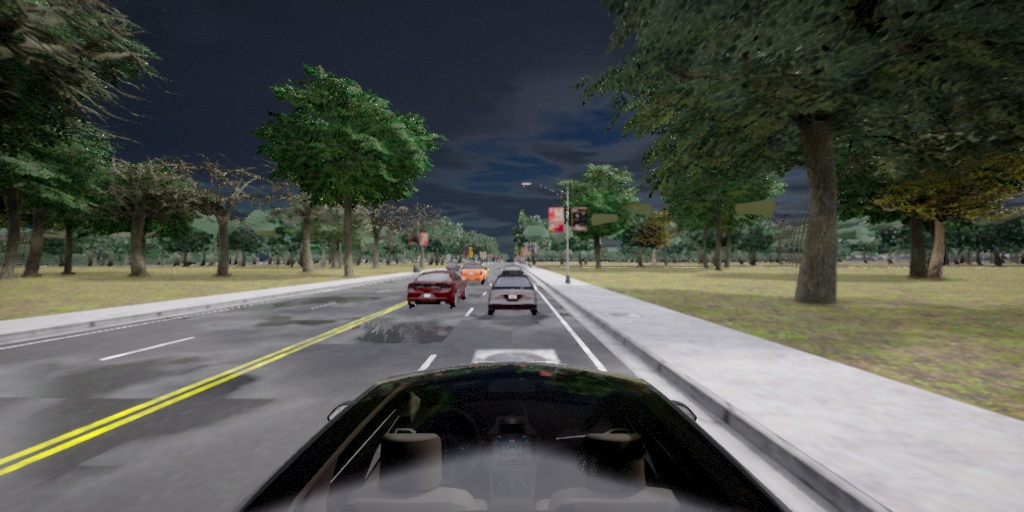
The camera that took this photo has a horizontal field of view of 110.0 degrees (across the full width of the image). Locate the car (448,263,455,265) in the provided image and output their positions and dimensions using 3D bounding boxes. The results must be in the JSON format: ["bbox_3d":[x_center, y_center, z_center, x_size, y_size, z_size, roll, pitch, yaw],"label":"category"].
[{"bbox_3d":[-9.733,1.865,58.790,1.837,1.490,4.892,0,-1,0],"label":"car"}]

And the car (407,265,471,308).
[{"bbox_3d":[-3.205,1.375,16.114,1.882,1.535,5.008,0,0,1],"label":"car"}]

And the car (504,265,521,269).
[{"bbox_3d":[0.069,1.536,31.113,1.882,1.535,5.008,0,0,1],"label":"car"}]

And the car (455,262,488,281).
[{"bbox_3d":[-3.189,1.401,30.290,2.097,1.767,4.553,0,-1,0],"label":"car"}]

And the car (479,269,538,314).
[{"bbox_3d":[0.028,1.428,14.397,2.033,1.411,5.357,0,-1,0],"label":"car"}]
